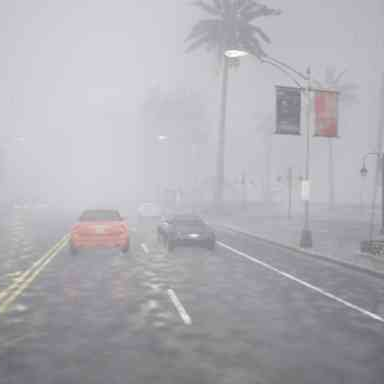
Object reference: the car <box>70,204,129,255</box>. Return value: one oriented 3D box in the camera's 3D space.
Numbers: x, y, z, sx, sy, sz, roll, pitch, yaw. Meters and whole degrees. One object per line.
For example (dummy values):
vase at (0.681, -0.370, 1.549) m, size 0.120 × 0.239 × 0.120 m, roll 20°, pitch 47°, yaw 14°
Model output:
car at (-3.738, 1.404, 13.852) m, size 2.097 × 1.767 × 4.553 m, roll 1°, pitch -1°, yaw -13°

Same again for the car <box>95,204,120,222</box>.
car at (-7.205, 1.716, 28.473) m, size 1.895 × 1.301 × 4.718 m, roll 1°, pitch 0°, yaw -13°

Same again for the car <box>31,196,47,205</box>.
car at (-28.038, 1.576, 60.883) m, size 2.128 × 1.511 × 4.902 m, roll 1°, pitch -1°, yaw -40°

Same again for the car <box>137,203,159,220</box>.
car at (-3.862, 1.693, 29.539) m, size 1.812 × 1.442 × 4.674 m, roll 1°, pitch 0°, yaw -13°

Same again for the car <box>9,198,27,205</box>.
car at (-30.563, 1.632, 58.480) m, size 1.895 × 1.301 × 4.718 m, roll 1°, pitch -1°, yaw -42°

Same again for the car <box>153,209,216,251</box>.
car at (-0.377, 1.669, 14.855) m, size 1.994 × 1.385 × 4.181 m, roll 1°, pitch 0°, yaw -13°
